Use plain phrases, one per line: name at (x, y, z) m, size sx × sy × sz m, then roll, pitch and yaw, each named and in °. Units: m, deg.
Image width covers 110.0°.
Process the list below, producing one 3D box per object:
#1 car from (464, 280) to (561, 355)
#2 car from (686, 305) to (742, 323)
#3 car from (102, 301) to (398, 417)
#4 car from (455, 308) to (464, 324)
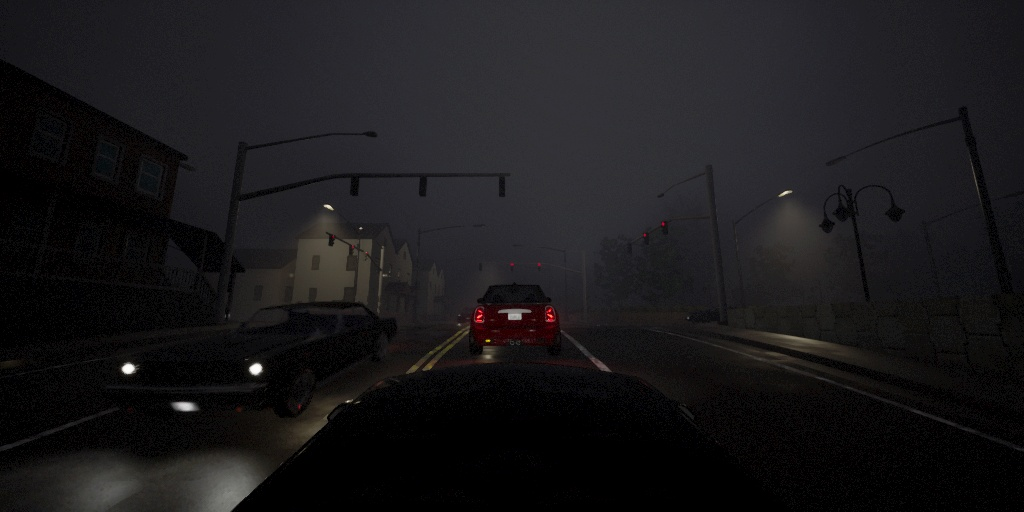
car at (0.067, 1.563, 10.026) m, size 2.097 × 1.767 × 4.553 m, roll -1°, pitch -6°, yaw 0°
car at (16.327, 4.618, 28.245) m, size 4.902 × 1.511 × 2.128 m, roll 0°, pitch -10°, yaw 1°
car at (-3.604, 1.482, 6.174) m, size 1.895 × 1.301 × 4.718 m, roll 0°, pitch -3°, yaw 0°
car at (-3.586, 5.165, 31.182) m, size 1.812 × 1.442 × 4.674 m, roll 0°, pitch -11°, yaw 0°
